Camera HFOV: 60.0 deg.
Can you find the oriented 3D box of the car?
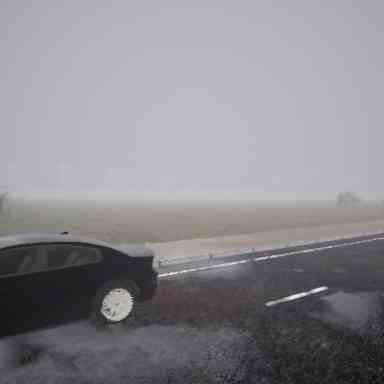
[{"bbox_3d":[-2.970,1.478,5.555,5.008,1.535,1.882,0,0,-35],"label":"car"}]
